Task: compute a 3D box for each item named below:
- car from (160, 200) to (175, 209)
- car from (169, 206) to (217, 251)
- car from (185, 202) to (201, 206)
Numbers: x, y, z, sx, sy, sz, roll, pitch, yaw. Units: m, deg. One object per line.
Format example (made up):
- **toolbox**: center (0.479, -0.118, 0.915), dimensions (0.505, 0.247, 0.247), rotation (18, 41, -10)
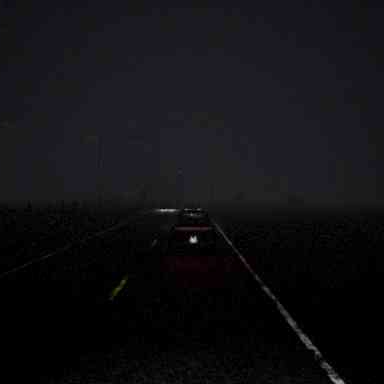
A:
- **car**: center (-3.577, 1.849, 49.274), dimensions (1.994, 1.385, 4.181), rotation (0, 0, 0)
- **car**: center (0.068, 1.583, 14.676), dimensions (2.128, 1.511, 4.902), rotation (0, 0, 0)
- **car**: center (0.069, 1.672, 29.931), dimensions (2.128, 1.511, 4.902), rotation (0, 0, 0)
